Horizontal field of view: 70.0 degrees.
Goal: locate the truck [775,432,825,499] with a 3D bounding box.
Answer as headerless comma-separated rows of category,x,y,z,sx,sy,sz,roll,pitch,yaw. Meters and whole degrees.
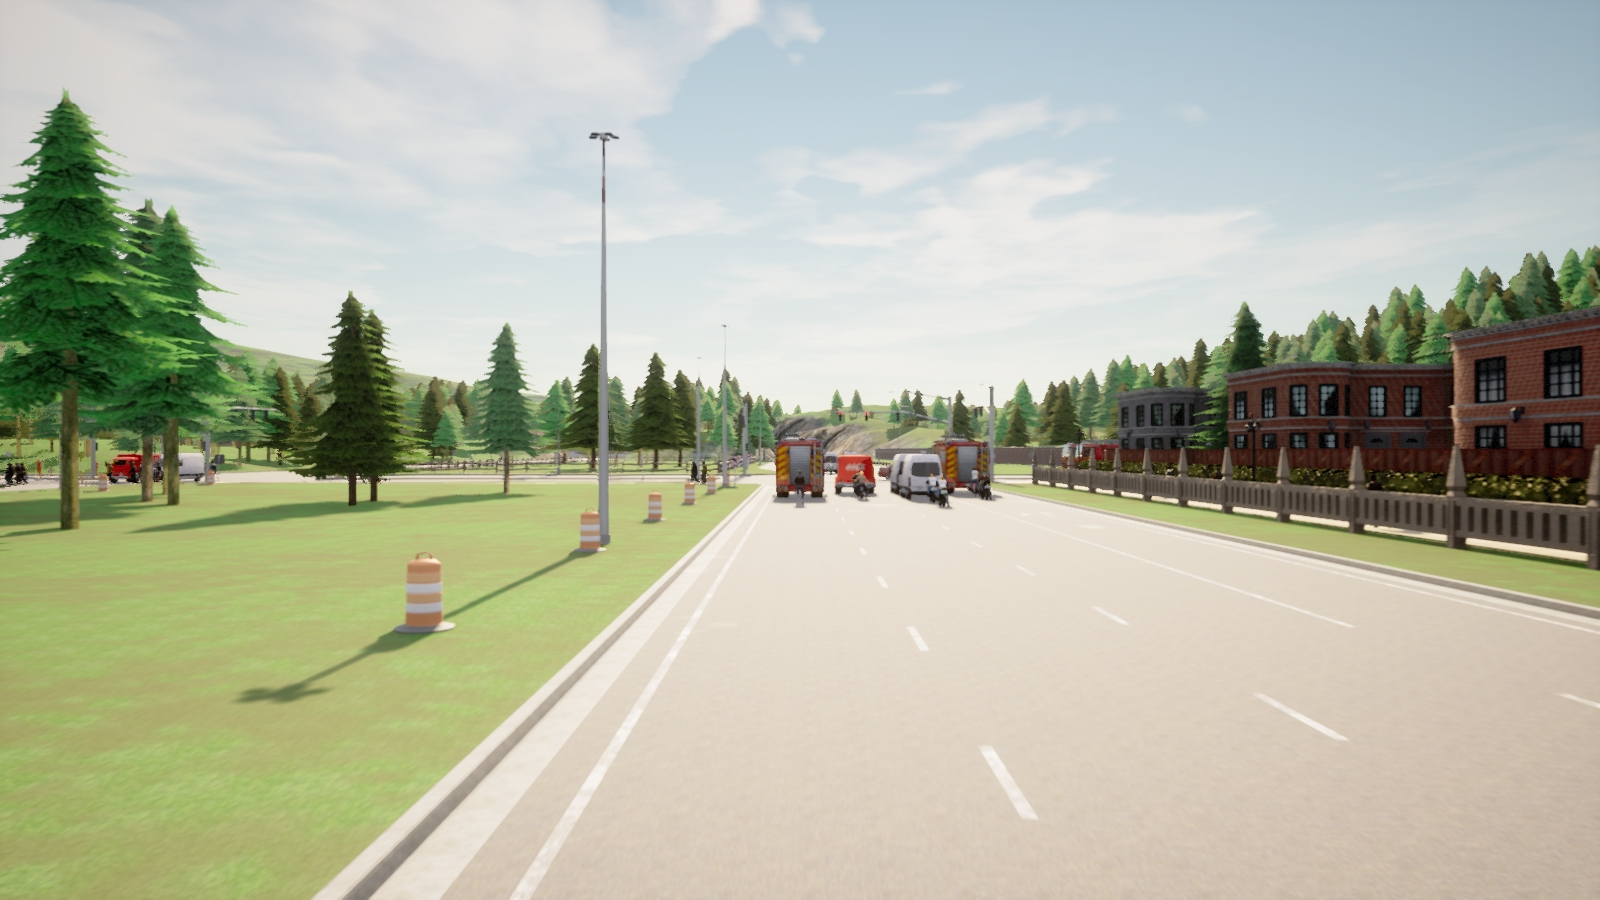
truck,-0.005,0.891,70.120,2.891,3.827,8.468,0,0,0

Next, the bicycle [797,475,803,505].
bicycle,-0.007,2.060,58.795,0.329,1.471,1.835,0,0,0

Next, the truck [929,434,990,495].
truck,10.494,0.891,76.197,2.891,3.827,8.468,0,0,0

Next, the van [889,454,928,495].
van,6.996,1.534,74.322,1.988,2.561,5.915,0,0,0

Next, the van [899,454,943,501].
van,6.994,1.535,66.560,1.988,2.561,5.915,0,0,0

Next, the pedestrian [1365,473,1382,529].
pedestrian,19.201,1.697,38.276,0.375,1.860,0.375,0,0,0

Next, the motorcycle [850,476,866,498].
motorcycle,3.490,2.205,68.475,0.867,1.251,2.209,0,0,0

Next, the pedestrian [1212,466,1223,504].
pedestrian,20.318,1.697,55.588,0.375,1.860,0.375,0,0,0

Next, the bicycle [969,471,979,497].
bicycle,10.499,2.056,68.918,0.373,1.496,1.643,0,0,0

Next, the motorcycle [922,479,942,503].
motorcycle,6.999,2.186,60.563,0.803,1.199,2.033,0,0,0

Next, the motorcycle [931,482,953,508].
motorcycle,6.999,2.186,56.375,0.803,1.199,2.033,0,0,0

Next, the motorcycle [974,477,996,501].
motorcycle,10.499,2.205,64.957,0.867,1.251,2.209,0,0,0

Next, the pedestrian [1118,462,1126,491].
pedestrian,20.560,1.699,72.952,0.375,1.860,0.375,0,0,-2

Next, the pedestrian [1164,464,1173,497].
pedestrian,20.738,1.697,64.265,0.375,1.860,0.375,0,0,0

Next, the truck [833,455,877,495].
truck,3.507,1.568,74.269,2.627,2.467,5.204,0,0,0

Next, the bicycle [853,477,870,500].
bicycle,3.481,2.158,64.540,0.859,1.277,1.487,0,0,0
